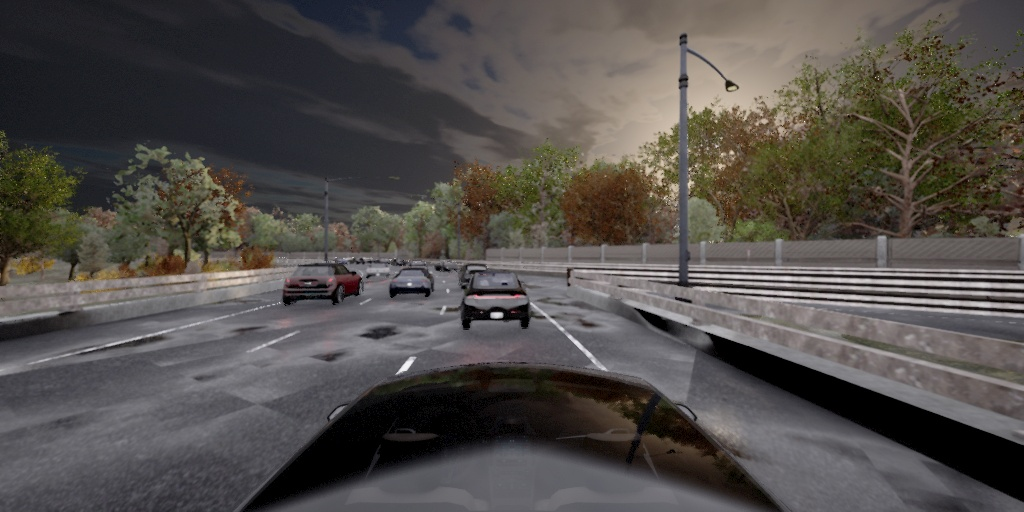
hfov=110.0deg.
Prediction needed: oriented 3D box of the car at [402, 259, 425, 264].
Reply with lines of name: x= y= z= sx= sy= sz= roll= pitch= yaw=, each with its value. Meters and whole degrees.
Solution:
car: x=-9.385 y=1.226 z=35.212 sx=2.128 sy=1.511 sz=4.902 roll=0 pitch=0 yaw=-19

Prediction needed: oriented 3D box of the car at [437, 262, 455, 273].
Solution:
car: x=-7.676 y=1.331 z=41.996 sx=1.895 sy=1.301 sz=4.718 roll=0 pitch=0 yaw=-28

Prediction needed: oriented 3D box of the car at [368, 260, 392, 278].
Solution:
car: x=-12.540 y=1.337 z=33.723 sx=1.895 sy=1.301 sz=4.718 roll=0 pitch=0 yaw=-18

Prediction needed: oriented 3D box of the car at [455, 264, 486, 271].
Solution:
car: x=-2.388 y=1.245 z=22.747 sx=1.837 sy=1.490 sz=4.892 roll=0 pitch=1 yaw=-11

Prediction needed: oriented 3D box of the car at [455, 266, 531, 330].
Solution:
car: x=-0.554 y=1.235 z=11.164 sx=2.128 sy=1.511 sz=4.902 roll=0 pitch=0 yaw=-4

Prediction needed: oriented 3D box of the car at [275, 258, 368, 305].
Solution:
car: x=-8.276 y=1.097 z=16.123 sx=2.097 sy=1.767 sz=4.553 roll=0 pitch=0 yaw=-8

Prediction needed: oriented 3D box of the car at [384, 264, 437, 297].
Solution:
car: x=-5.180 y=1.306 z=18.874 sx=1.994 sy=1.385 sz=4.181 roll=0 pitch=0 yaw=-10
